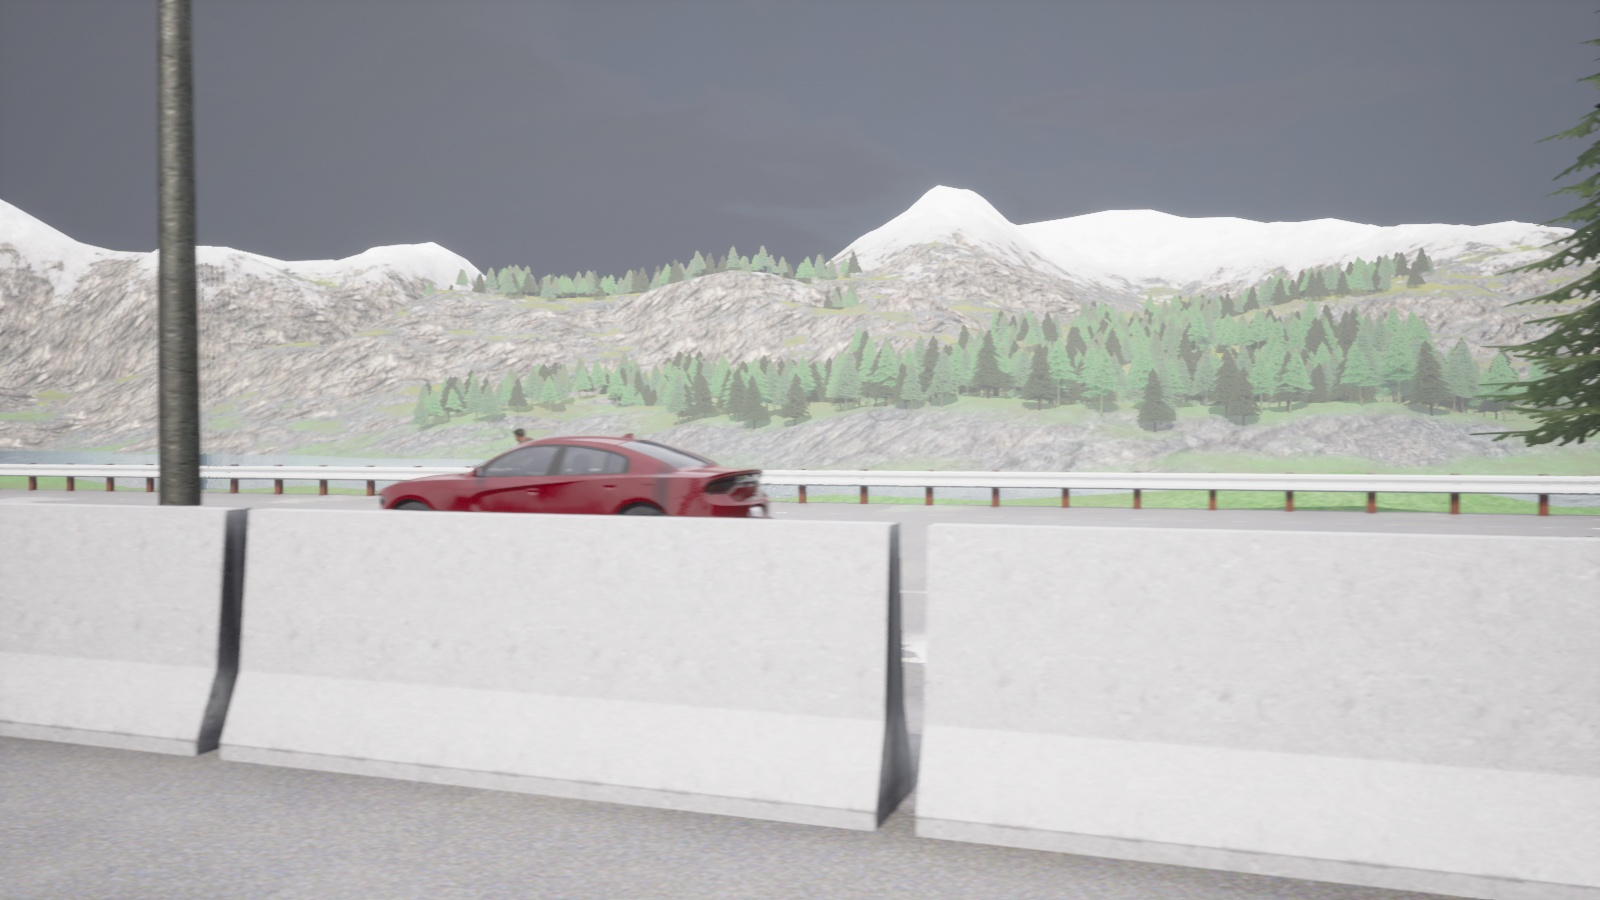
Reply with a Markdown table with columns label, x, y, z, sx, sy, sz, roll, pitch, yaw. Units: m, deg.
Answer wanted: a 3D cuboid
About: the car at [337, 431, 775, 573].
| label | x | y | z | sx | sy | sz | roll | pitch | yaw |
| --- | --- | --- | --- | --- | --- | --- | --- | --- | --- |
| car | -2.990 | 0.543 | 15.420 | 5.008 | 1.535 | 1.882 | 1 | 1 | 19 |
